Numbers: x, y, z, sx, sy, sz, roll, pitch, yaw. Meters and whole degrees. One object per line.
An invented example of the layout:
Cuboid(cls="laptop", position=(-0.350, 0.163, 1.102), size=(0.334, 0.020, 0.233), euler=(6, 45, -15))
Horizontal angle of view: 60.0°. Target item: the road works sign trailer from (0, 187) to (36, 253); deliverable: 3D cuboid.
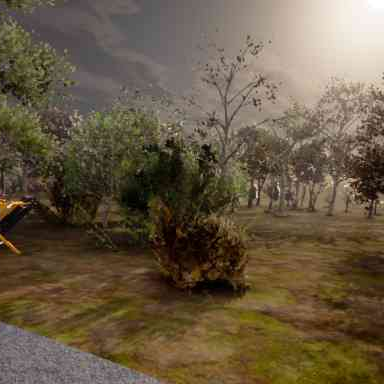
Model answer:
Cuboid(cls="road works sign trailer", position=(-7.412, 1.194, 13.061), size=(2.880, 2.380, 3.560), euler=(46, -7, -7))
